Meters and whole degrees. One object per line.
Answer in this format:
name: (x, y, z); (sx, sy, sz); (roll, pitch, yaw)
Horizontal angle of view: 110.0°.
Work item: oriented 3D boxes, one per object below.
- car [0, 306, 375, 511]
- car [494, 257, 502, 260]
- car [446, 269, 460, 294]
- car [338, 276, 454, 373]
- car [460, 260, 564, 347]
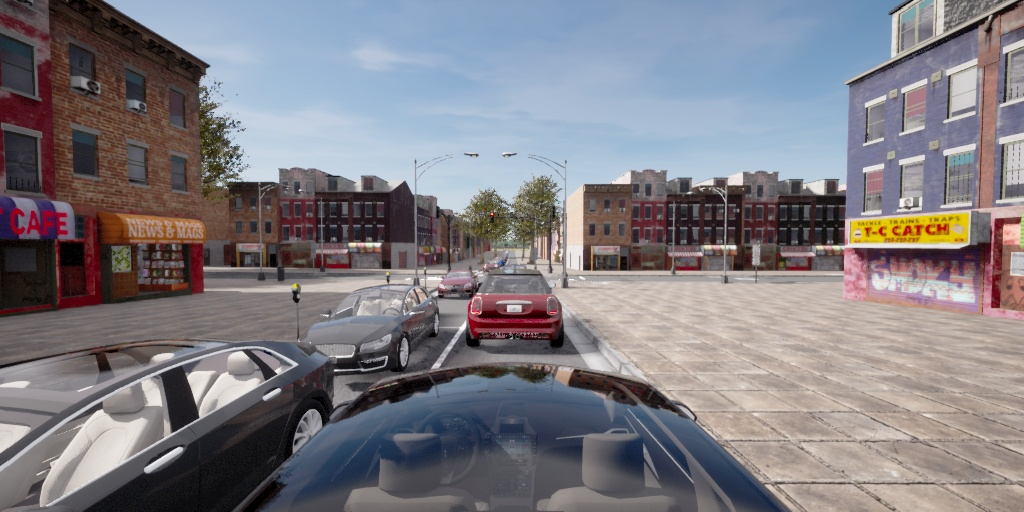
car: (-2.640, 1.300, 1.988); (2.007, 1.370, 4.403); (0, 0, 0)
car: (-2.578, 1.233, 45.106); (1.967, 1.591, 4.097); (0, 0, 0)
car: (-2.617, 1.332, 18.330); (1.802, 1.307, 4.207); (0, 0, 0)
car: (-2.632, 1.298, 7.436); (2.007, 1.370, 4.403); (0, 0, 0)
car: (0.109, 1.099, 9.481); (2.097, 1.767, 4.553); (0, 0, 2)
